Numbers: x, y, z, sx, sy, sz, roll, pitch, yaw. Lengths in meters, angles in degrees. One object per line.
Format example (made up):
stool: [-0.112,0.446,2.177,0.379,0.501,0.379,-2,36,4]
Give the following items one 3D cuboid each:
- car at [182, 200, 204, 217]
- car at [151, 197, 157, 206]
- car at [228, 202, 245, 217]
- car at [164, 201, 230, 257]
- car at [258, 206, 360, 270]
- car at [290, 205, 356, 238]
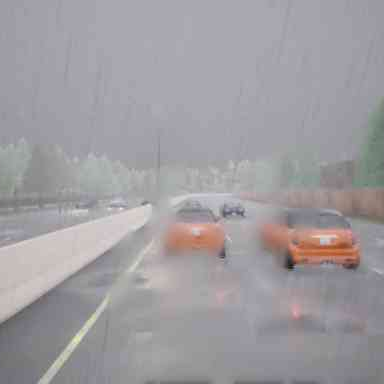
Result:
car: [0.066,1.540,32.404,1.994,1.385,4.181,0,0,0]
car: [-6.908,1.526,54.624,1.994,1.385,4.181,0,0,2]
car: [3.576,1.578,30.493,1.895,1.301,4.718,0,0,0]
car: [0.104,1.342,13.010,2.097,1.767,4.553,0,0,0]
car: [3.603,1.344,11.123,2.097,1.767,4.553,0,0,0]
car: [7.092,1.511,18.565,1.812,1.442,4.674,0,0,0]
